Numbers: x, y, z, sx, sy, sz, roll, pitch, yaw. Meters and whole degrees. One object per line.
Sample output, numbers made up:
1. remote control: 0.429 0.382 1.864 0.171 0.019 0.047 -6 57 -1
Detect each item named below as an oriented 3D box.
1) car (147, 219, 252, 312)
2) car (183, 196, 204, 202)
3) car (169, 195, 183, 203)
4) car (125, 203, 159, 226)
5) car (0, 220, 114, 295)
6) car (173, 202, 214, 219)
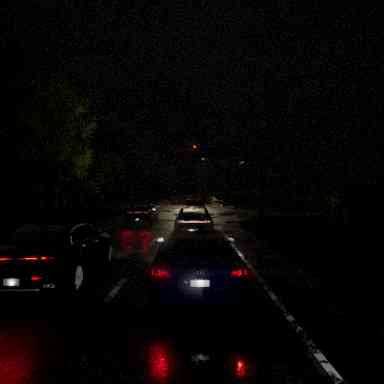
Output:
1. car: 0.103 1.566 7.818 1.994 1.385 4.181 0 0 -1
2. car: 0.406 1.358 50.829 2.097 1.767 4.553 0 0 -10
3. car: -3.446 1.493 66.212 2.128 1.511 4.902 0 0 0
4. car: -3.416 1.497 23.207 2.128 1.511 4.902 0 0 0
5. car: -3.405 1.503 8.720 1.837 1.490 4.892 0 -1 0
6. car: 0.093 1.495 16.721 2.128 1.511 4.902 0 0 0
